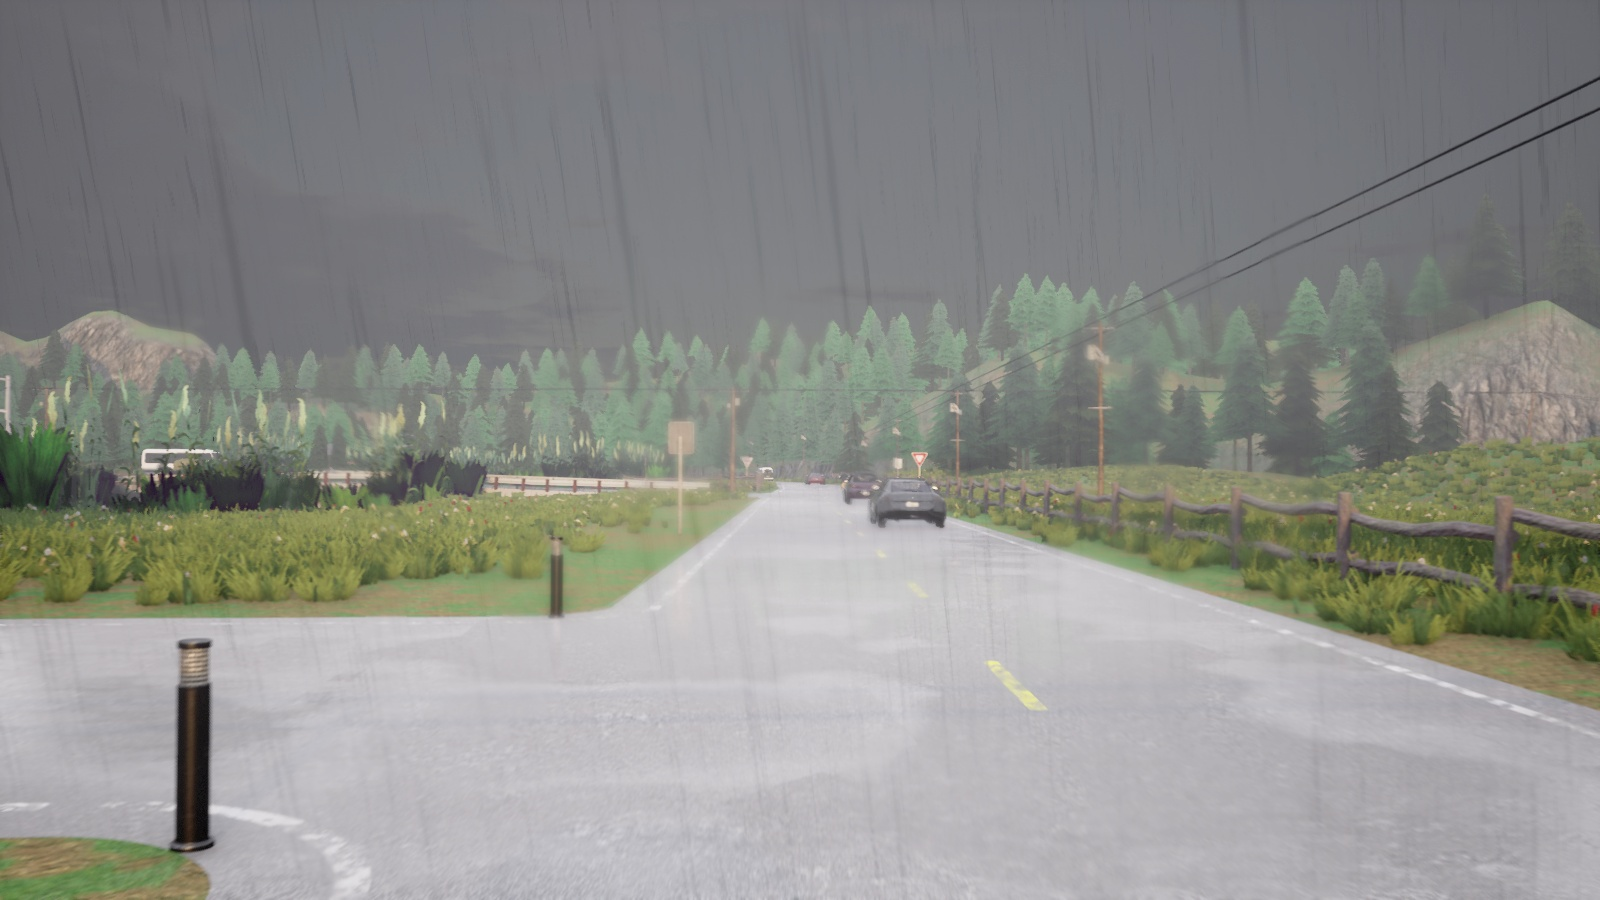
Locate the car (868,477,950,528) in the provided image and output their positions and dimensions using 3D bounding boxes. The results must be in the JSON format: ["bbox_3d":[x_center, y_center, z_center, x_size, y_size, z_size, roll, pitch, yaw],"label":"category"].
[{"bbox_3d":[3.110,1.479,36.638,1.994,1.385,4.181,0,-1,0],"label":"car"}]

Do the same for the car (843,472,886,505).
[{"bbox_3d":[3.057,1.821,60.051,1.816,1.474,4.193,0,-1,0],"label":"car"}]
